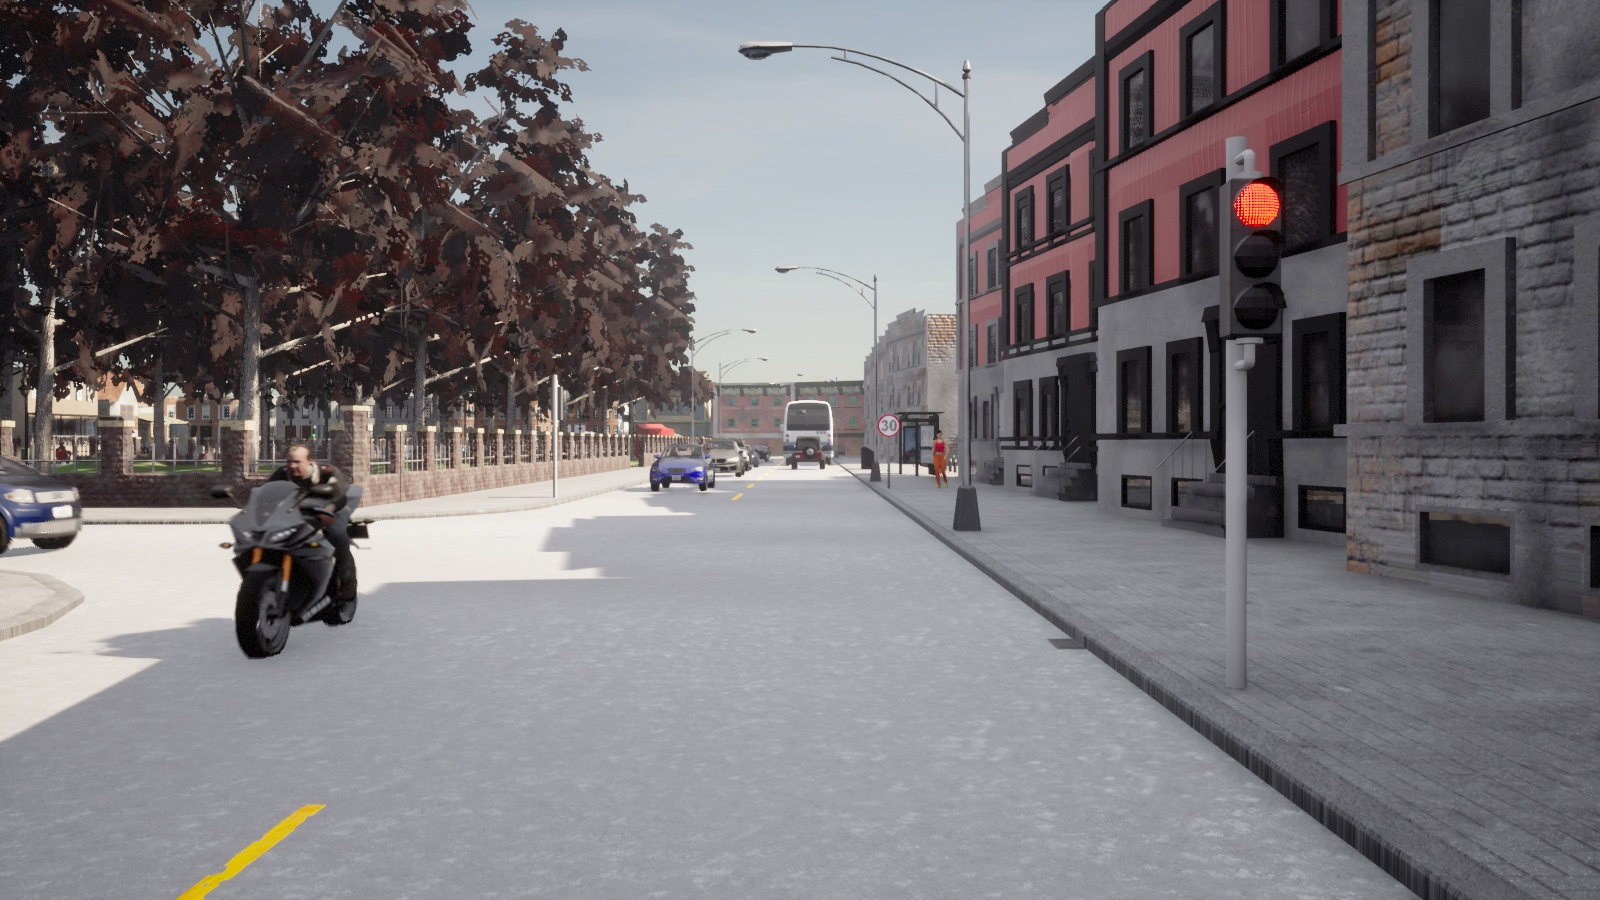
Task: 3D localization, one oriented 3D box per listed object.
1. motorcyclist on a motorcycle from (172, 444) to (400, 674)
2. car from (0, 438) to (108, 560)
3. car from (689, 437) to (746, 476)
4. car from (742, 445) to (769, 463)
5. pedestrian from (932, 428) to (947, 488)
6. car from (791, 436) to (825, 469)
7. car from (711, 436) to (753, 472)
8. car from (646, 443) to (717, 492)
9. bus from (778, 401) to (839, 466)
[{"bbox_3d":[-3.782,0.725,9.492,0.866,1.530,2.191,0,0,-2],"label":"motorcyclist on a motorcycle"},{"bbox_3d":[-11.647,0.620,16.890,3.705,1.549,1.789,0,0,1],"label":"car"},{"bbox_3d":[-3.627,0.270,56.252,2.242,1.667,4.611,0,0,0],"label":"car"},{"bbox_3d":[-3.386,0.295,97.208,1.895,1.301,4.718,0,0,0],"label":"car"},{"bbox_3d":[4.288,0.242,38.572,0.345,1.836,0.594,0,0,16],"label":"pedestrian"},{"bbox_3d":[0.476,0.137,71.958,1.905,1.878,3.866,0,0,0],"label":"car"},{"bbox_3d":[-3.560,0.187,66.136,1.932,1.855,4.605,0,0,1],"label":"car"},{"bbox_3d":[-3.717,0.530,40.145,1.816,1.474,4.193,0,0,1],"label":"car"},{"bbox_3d":[0.564,-1.121,86.993,3.944,4.253,10.273,0,0,0],"label":"bus"}]
